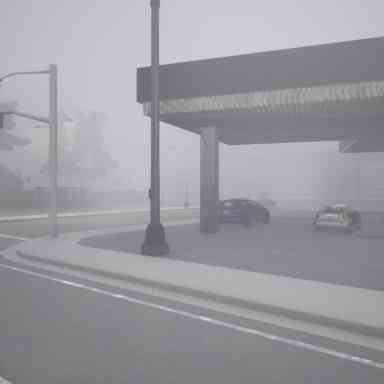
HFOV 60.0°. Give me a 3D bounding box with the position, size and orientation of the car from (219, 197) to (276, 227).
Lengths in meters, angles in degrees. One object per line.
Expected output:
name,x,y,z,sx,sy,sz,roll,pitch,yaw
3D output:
car,3.411,1.295,22.040,2.242,1.667,4.611,0,0,37

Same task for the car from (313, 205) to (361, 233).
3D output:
car,8.485,1.456,19.241,1.970,1.475,3.806,0,0,37

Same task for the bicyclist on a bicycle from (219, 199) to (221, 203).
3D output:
bicyclist on a bicycle,2.531,1.387,29.695,0.582,1.620,1.656,0,-9,-36

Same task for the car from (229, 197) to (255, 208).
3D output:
car,7.508,1.505,49.829,1.837,1.490,4.892,0,0,36
